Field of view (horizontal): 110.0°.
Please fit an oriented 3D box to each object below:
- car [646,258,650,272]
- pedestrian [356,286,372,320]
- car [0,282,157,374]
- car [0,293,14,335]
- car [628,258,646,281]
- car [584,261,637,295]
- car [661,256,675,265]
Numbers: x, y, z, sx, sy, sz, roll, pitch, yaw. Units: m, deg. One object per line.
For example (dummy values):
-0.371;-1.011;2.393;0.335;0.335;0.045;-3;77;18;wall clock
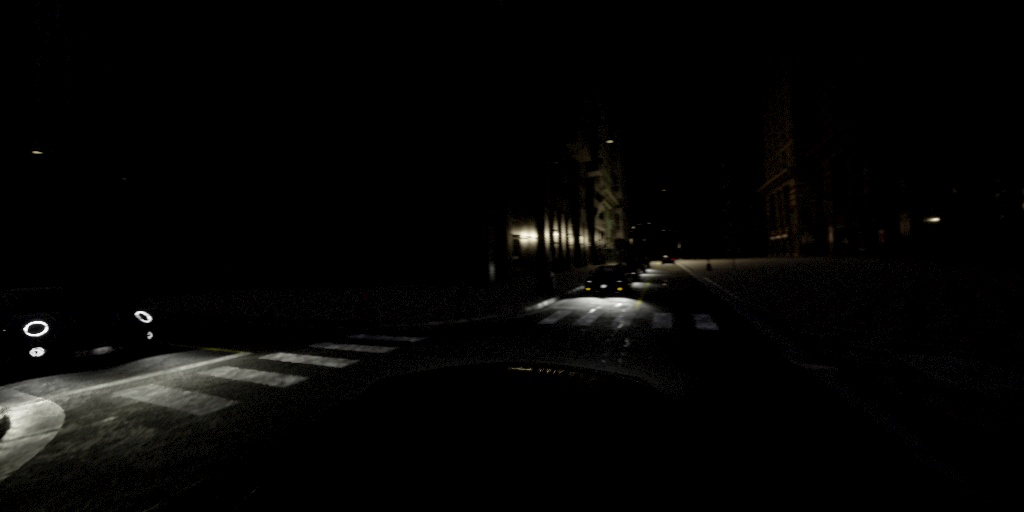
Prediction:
12.445;0.924;35.979;1.837;1.490;4.892;-2;0;23;car
-5.048;1.204;12.305;0.375;1.860;0.375;-2;-2;23;pedestrian
-10.776;1.507;8.571;4.553;1.767;2.097;-2;-1;24;car
-20.219;2.073;12.620;5.357;1.411;2.033;-2;-1;23;car
8.612;1.063;26.903;2.033;1.411;5.357;-2;0;23;car
5.000;1.180;18.311;1.994;1.385;4.181;-2;0;24;car
24.752;0.678;56.937;1.994;1.385;4.181;-2;-1;23;car
